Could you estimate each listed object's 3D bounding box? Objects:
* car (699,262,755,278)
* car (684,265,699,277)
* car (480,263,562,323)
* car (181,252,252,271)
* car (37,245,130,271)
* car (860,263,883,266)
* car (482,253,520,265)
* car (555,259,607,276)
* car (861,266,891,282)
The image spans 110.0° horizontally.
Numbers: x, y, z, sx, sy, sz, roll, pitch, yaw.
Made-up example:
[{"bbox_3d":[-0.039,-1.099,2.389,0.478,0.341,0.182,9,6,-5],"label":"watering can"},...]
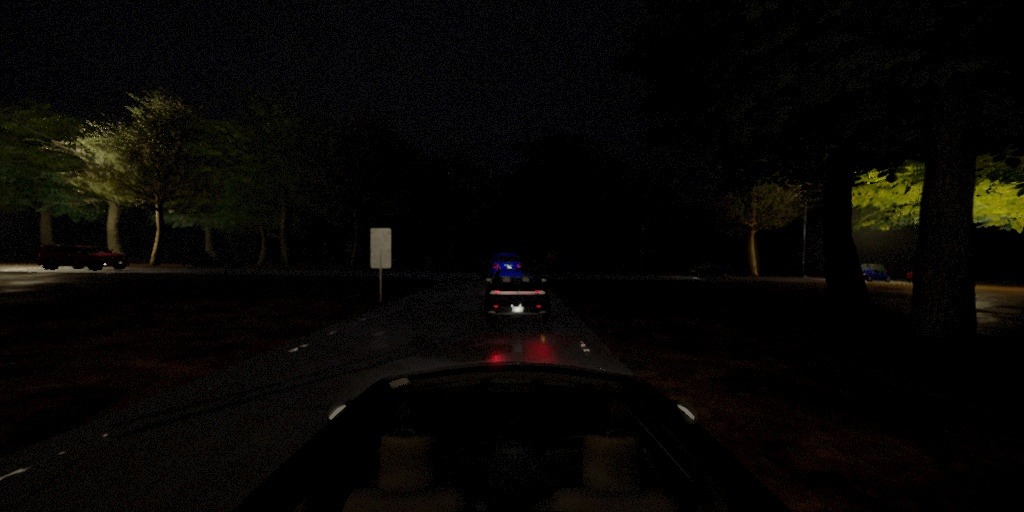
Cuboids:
[{"bbox_3d":[22.214,1.434,36.516,5.008,1.535,1.882,1,1,-12],"label":"car"},{"bbox_3d":[21.481,1.568,39.580,5.008,1.535,1.882,1,1,-12],"label":"car"},{"bbox_3d":[0.140,1.141,11.635,2.128,1.511,4.902,0,1,0],"label":"car"},{"bbox_3d":[-24.502,0.441,29.834,4.902,1.511,2.128,1,1,-4],"label":"car"},{"bbox_3d":[-34.710,0.147,29.127,5.566,2.045,2.150,1,1,-3],"label":"car"},{"bbox_3d":[43.963,1.948,44.909,5.566,2.045,2.150,2,0,-15],"label":"car"},{"bbox_3d":[-0.875,0.809,26.027,2.150,2.045,5.566,1,0,-14],"label":"car"},{"bbox_3d":[6.419,1.050,33.562,5.008,1.535,1.882,1,1,-9],"label":"car"},{"bbox_3d":[40.755,2.182,40.907,4.674,1.442,1.812,2,0,-15],"label":"car"}]
